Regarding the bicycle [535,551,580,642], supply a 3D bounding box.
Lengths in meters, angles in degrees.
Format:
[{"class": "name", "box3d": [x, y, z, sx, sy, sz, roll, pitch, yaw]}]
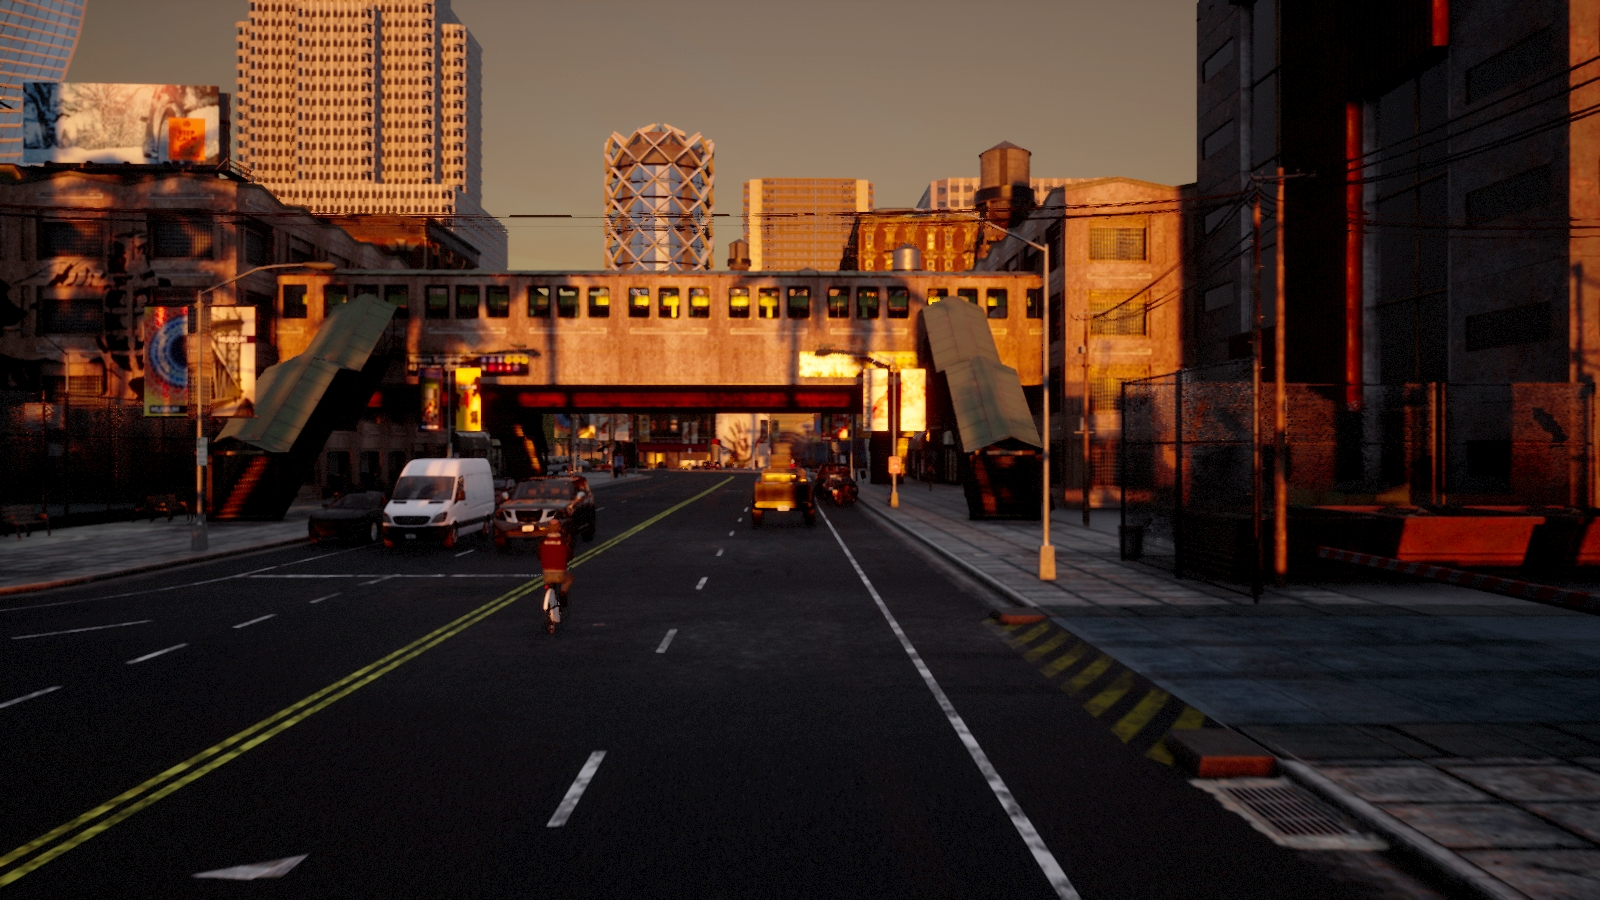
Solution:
[{"class": "bicycle", "box3d": [-3.722, 2.220, 17.606, 0.329, 1.171, 1.835, 0, 0, -1]}]

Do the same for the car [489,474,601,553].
[{"class": "car", "box3d": [-7.480, 1.798, 34.082, 2.150, 2.045, 5.566, 0, 0, -1]}]

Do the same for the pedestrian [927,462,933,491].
[{"class": "pedestrian", "box3d": [8.435, 1.735, 74.082, 0.375, 1.860, 0.375, 0, 0, 6]}]

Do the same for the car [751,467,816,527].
[{"class": "car", "box3d": [-0.654, 1.778, 44.847, 2.390, 2.098, 6.274, 0, 0, -1]}]

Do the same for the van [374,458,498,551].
[{"class": "van", "box3d": [-10.996, 1.554, 35.030, 1.988, 2.561, 5.915, 0, 0, -1]}]
